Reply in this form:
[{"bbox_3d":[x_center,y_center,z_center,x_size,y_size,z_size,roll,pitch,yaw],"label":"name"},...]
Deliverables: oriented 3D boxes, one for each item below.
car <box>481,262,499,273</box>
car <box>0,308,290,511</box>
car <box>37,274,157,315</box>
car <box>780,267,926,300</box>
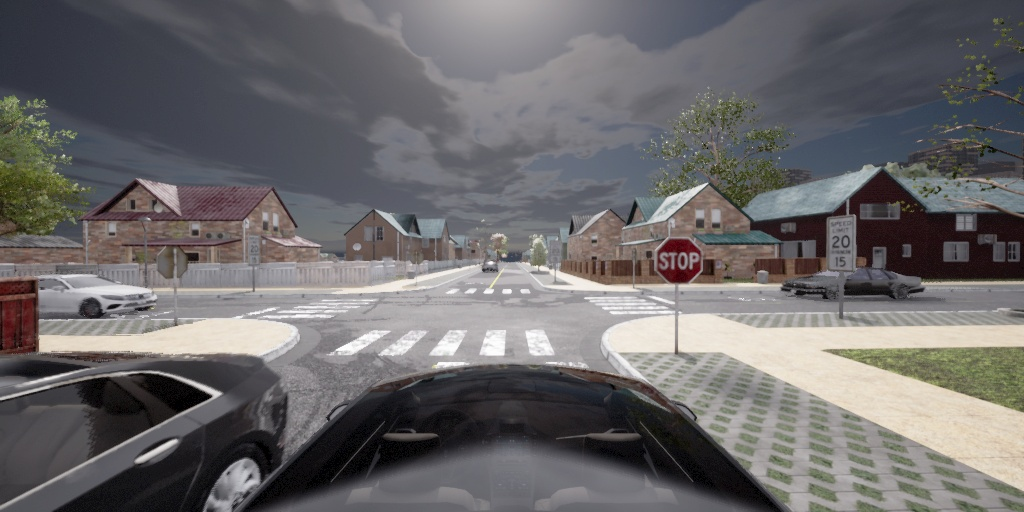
[{"bbox_3d":[-2.744,1.398,45.653,1.994,1.385,4.181,0,0,0],"label":"car"},{"bbox_3d":[-2.751,1.274,0.988,1.837,1.490,4.892,0,0,0],"label":"car"},{"bbox_3d":[-15.424,1.367,12.627,4.674,1.442,1.812,0,1,-1],"label":"car"},{"bbox_3d":[15.446,1.201,16.363,5.357,1.411,2.033,0,1,-2],"label":"car"}]
